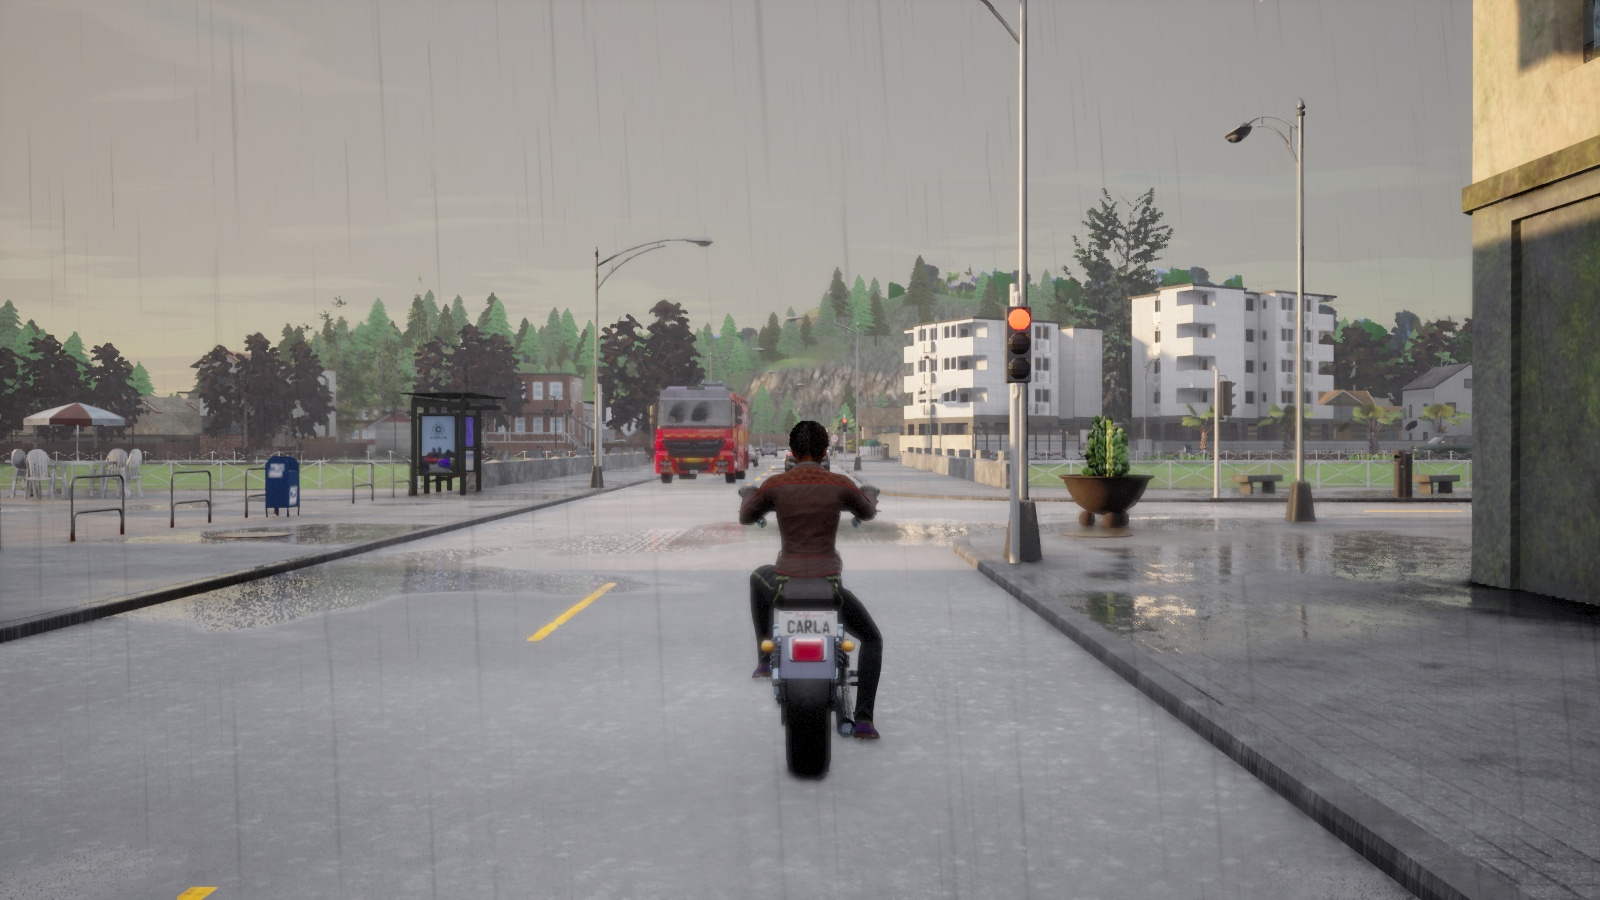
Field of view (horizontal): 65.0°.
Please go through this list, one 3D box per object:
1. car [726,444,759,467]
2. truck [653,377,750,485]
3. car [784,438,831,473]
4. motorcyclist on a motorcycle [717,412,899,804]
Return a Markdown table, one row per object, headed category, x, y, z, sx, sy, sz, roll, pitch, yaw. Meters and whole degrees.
| category | x | y | z | sx | sy | sz | roll | pitch | yaw |
| --- | --- | --- | --- | --- | --- | --- | --- | --- | --- |
| car | -3.580 | 0.324 | 78.872 | 1.812 | 1.442 | 4.674 | 0 | 0 | 0 |
| truck | -3.681 | -0.697 | 48.919 | 2.891 | 3.827 | 8.468 | 0 | 0 | 2 |
| car | 0.351 | 0.243 | 61.720 | 2.242 | 1.667 | 4.611 | 0 | 0 | 0 |
| motorcyclist on a motorcycle | 0.046 | 0.660 | 6.456 | 0.766 | 1.649 | 2.350 | 0 | 0 | 1 |
